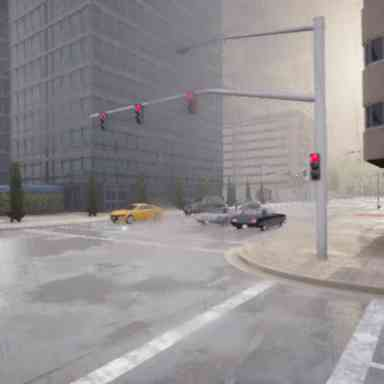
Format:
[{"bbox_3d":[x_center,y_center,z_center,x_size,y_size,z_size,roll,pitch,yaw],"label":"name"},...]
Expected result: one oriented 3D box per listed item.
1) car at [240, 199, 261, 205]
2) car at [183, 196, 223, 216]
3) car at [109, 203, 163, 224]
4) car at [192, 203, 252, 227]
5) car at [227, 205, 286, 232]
[{"bbox_3d":[7.299,1.740,43.490,2.128,1.511,4.902,-1,-1,36],"label":"car"},{"bbox_3d":[1.331,1.472,35.303,2.150,2.045,5.566,-1,-1,36],"label":"car"},{"bbox_3d":[-4.495,1.730,27.298,1.882,1.535,5.008,-1,-1,36],"label":"car"},{"bbox_3d":[2.323,1.758,24.428,1.895,1.301,4.718,-1,-1,36],"label":"car"},{"bbox_3d":[4.394,1.713,21.327,1.895,1.301,4.718,-1,-1,36],"label":"car"}]
